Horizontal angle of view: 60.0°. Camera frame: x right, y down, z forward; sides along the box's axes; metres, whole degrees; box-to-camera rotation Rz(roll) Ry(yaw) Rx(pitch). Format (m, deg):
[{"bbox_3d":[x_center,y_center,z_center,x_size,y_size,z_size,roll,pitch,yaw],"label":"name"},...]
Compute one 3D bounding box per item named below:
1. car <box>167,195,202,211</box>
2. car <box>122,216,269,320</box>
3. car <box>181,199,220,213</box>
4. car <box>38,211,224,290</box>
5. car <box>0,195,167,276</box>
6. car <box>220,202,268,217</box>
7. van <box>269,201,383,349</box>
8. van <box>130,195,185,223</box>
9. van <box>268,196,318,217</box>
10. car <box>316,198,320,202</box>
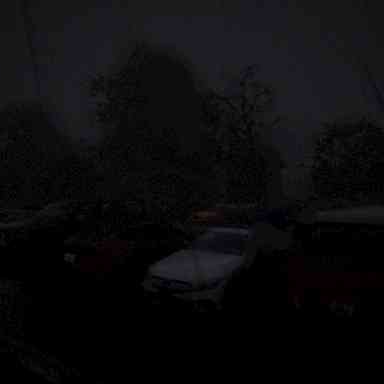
[{"bbox_3d":[-0.340,1.215,24.617,2.435,2.045,5.566,0,0,36],"label":"car"},{"bbox_3d":[0.892,1.520,7.630,2.002,1.452,4.674,0,0,36],"label":"car"},{"bbox_3d":[1.789,1.463,22.834,1.946,1.575,5.366,0,0,36],"label":"car"},{"bbox_3d":[-1.351,1.504,9.265,2.163,1.488,4.792,0,0,36],"label":"car"},{"bbox_3d":[-3.643,1.218,10.832,2.435,2.045,5.566,0,0,36],"label":"car"},{"bbox_3d":[4.145,1.470,21.371,2.231,1.521,4.892,0,0,36],"label":"car"},{"bbox_3d":[3.217,1.259,6.108,1.878,1.987,4.442,0,0,36],"label":"van"},{"bbox_3d":[-2.641,1.252,26.371,1.878,1.987,4.442,0,0,36],"label":"van"},{"bbox_3d":[6.471,1.249,19.860,1.878,1.987,4.442,0,0,36],"label":"van"},{"bbox_3d":[8.638,1.354,18.129,2.185,1.767,4.553,0,0,36],"label":"car"}]
